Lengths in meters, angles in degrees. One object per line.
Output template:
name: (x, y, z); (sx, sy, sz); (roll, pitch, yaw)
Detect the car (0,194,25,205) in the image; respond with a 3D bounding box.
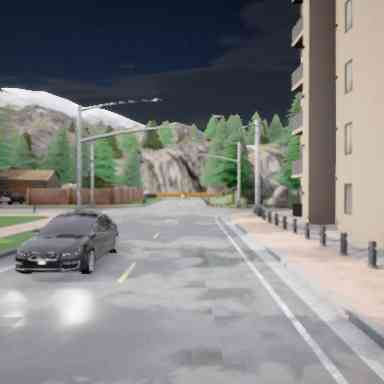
car: (-25.017, 0.817, 45.891); (1.932, 1.855, 4.605); (0, 0, -1)

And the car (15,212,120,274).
car: (-3.572, 1.427, 10.389); (1.837, 1.490, 4.892); (0, 0, 1)
